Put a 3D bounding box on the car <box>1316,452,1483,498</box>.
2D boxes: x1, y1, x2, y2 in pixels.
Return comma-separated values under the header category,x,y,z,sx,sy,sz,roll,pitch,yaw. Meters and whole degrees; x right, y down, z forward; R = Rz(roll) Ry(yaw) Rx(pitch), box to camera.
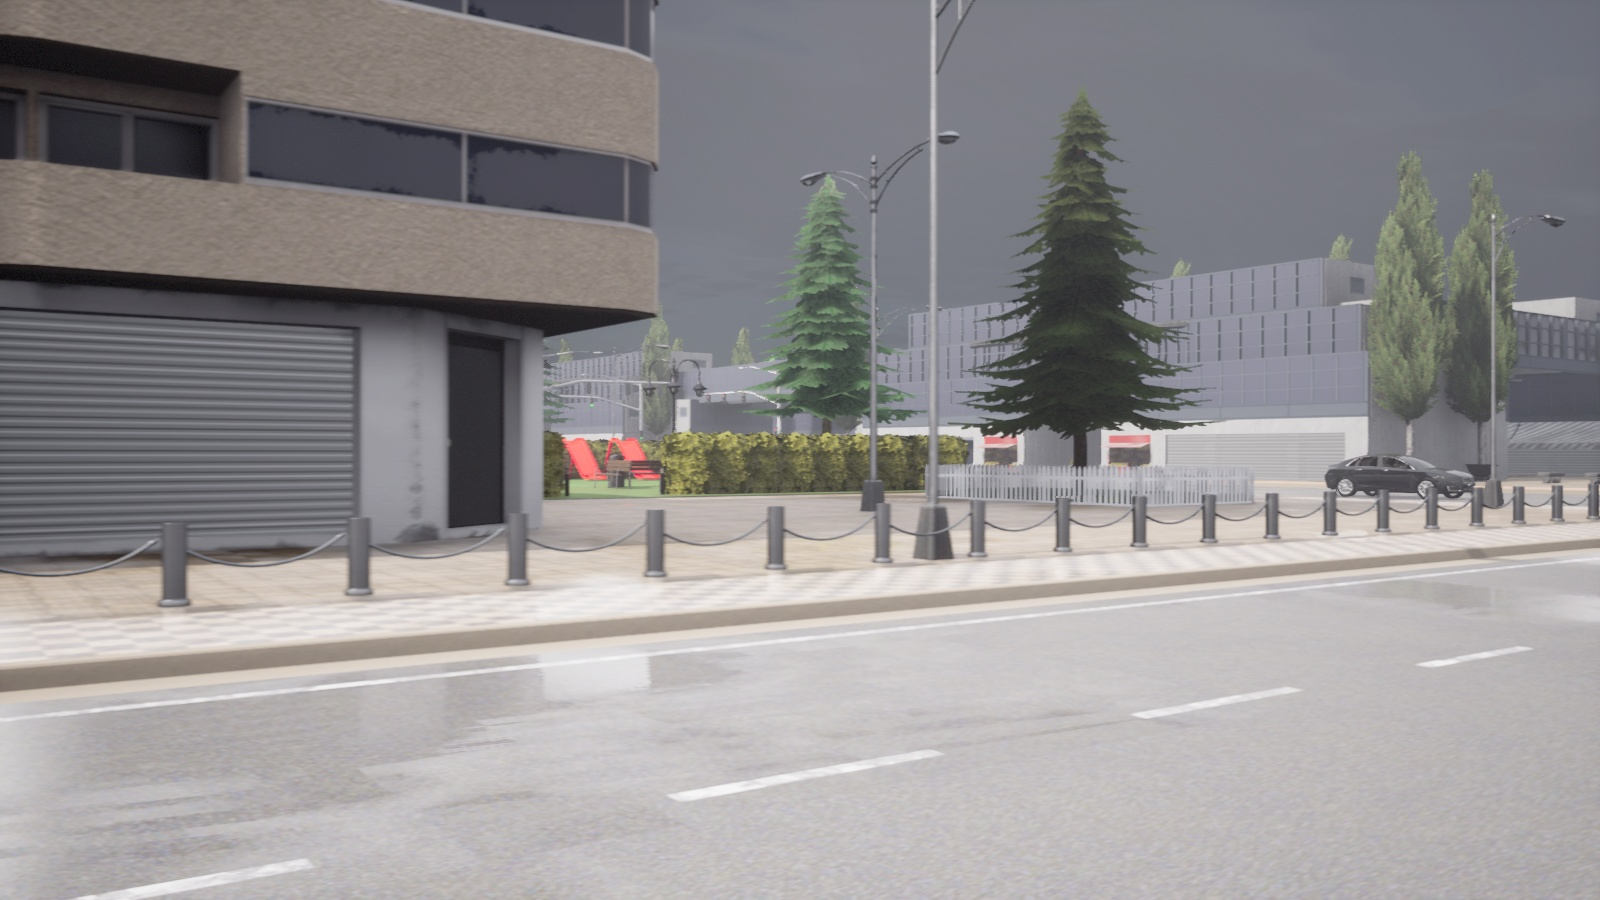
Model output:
category,x,y,z,sx,sy,sz,roll,pitch,yaw
car,20.432,0.812,42.983,1.837,1.490,4.892,0,0,-35
